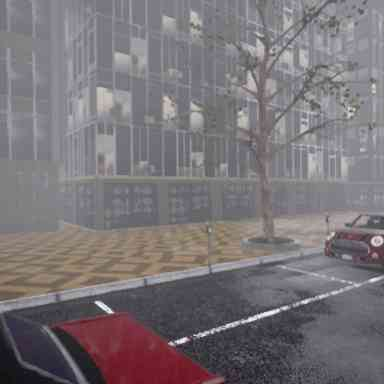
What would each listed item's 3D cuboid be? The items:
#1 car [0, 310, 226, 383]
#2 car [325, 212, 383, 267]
[{"bbox_3d":[-2.132,1.604,1.856,4.718,1.301,1.895,0,0,-36],"label":"car"},{"bbox_3d":[6.197,1.395,10.989,4.097,1.590,1.967,0,0,-36],"label":"car"}]
